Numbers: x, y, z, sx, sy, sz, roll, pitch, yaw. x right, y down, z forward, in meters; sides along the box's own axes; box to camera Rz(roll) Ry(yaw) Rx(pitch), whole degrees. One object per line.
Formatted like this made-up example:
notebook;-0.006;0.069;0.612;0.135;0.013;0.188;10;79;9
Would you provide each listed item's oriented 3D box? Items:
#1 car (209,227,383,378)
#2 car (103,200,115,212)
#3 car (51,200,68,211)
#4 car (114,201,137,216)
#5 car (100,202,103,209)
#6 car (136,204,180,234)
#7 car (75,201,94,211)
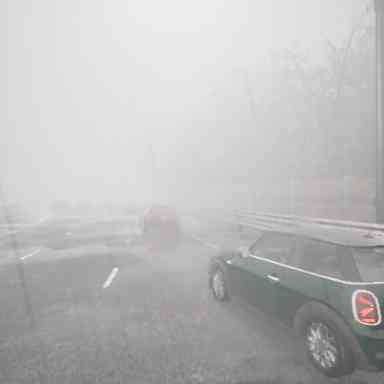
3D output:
car;2.008;1.410;6.009;2.097;1.767;4.553;0;-1;-21
car;-10.726;2.006;46.969;2.033;1.411;5.357;0;-1;-23
car;-19.415;1.972;48.753;2.128;1.511;4.902;0;-1;-30
car;-7.176;1.920;38.262;2.033;1.411;5.357;0;-1;-22
car;-12.908;1.982;51.663;1.882;1.535;5.008;0;-1;-31
car;-2.079;1.524;20.845;2.097;1.767;4.553;5;0;-13
car;-16.328;2.042;50.401;2.033;1.411;5.357;0;-1;-30
